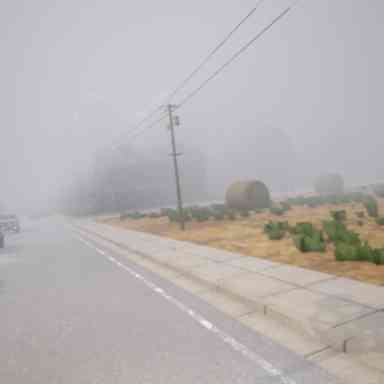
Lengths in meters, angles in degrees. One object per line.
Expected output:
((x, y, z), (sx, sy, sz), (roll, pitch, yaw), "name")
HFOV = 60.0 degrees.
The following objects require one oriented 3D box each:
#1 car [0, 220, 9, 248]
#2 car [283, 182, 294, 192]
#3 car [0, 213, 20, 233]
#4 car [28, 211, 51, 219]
((-12.057, 2.747, 19.205), (1.882, 1.535, 5.008), (-6, 0, -25), "car")
((20.332, -1.054, 70.131), (1.905, 1.878, 3.866), (0, 4, 21), "car")
((-18.927, 3.222, 33.896), (2.150, 2.045, 5.566), (-6, 0, -25), "car")
((-31.837, 4.791, 69.356), (4.718, 1.301, 1.895), (-6, 0, 18), "car")
